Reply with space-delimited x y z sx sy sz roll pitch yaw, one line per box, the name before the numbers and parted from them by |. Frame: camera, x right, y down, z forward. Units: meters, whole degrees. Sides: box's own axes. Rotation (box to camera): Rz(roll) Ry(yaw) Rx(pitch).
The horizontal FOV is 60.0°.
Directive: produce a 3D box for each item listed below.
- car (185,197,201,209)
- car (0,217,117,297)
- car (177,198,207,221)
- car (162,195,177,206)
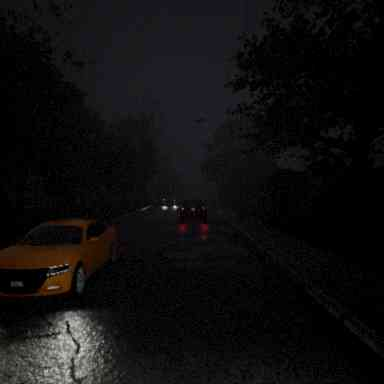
car | 0.094 1.441 43.341 1.994 1.385 4.181 0 0 0
car | -3.351 1.486 8.861 1.882 1.535 5.008 0 0 0
car | 0.096 1.302 26.736 2.097 1.767 4.553 0 0 0
car | -3.332 1.196 50.921 2.097 1.767 4.553 0 0 0
